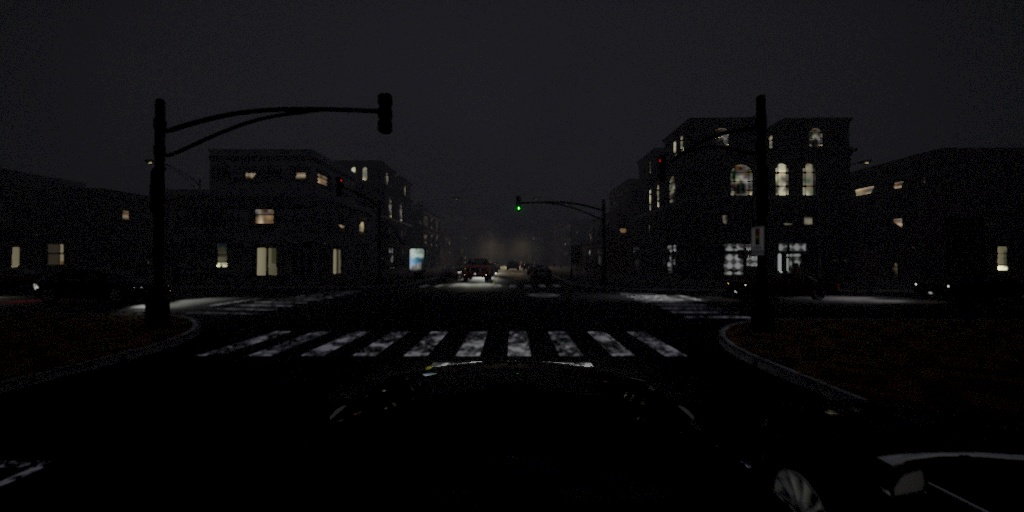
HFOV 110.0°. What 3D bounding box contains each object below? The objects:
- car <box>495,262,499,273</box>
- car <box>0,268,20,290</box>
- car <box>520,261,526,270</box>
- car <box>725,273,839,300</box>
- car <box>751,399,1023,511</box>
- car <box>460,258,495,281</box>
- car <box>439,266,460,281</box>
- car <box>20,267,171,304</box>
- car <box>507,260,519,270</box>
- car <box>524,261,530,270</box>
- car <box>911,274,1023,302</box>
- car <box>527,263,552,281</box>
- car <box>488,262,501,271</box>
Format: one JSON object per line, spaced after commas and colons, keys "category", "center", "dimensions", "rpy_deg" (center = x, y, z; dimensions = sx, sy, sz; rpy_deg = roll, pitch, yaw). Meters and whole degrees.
{"category": "car", "center": [-3.056, 1.540, 42.899], "dimensions": [2.128, 1.511, 4.902], "rpy_deg": [0, 0, 1]}
{"category": "car", "center": [-30.802, 1.371, 21.921], "dimensions": [4.207, 1.307, 1.802], "rpy_deg": [0, 0, 1]}
{"category": "car", "center": [2.746, 1.732, 61.019], "dimensions": [2.007, 1.370, 4.403], "rpy_deg": [0, 0, 0]}
{"category": "car", "center": [13.817, 1.553, 18.602], "dimensions": [4.718, 1.301, 1.895], "rpy_deg": [0, -1, 1]}
{"category": "car", "center": [2.690, 1.295, 1.021], "dimensions": [2.007, 1.370, 4.403], "rpy_deg": [0, 0, 0]}
{"category": "car", "center": [-3.083, 1.198, 32.973], "dimensions": [2.150, 2.045, 5.566], "rpy_deg": [0, 0, 1]}
{"category": "car", "center": [-5.660, 1.561, 33.432], "dimensions": [1.802, 1.307, 4.207], "rpy_deg": [0, 0, 0]}
{"category": "car", "center": [-18.064, 1.275, 15.927], "dimensions": [4.892, 1.490, 1.837], "rpy_deg": [0, -1, 1]}
{"category": "car", "center": [0.160, 1.547, 62.801], "dimensions": [2.097, 1.767, 4.553], "rpy_deg": [0, 0, 0]}
{"category": "car", "center": [2.731, 1.641, 44.453], "dimensions": [1.802, 1.307, 4.207], "rpy_deg": [0, 0, 0]}
{"category": "car", "center": [23.766, 1.601, 18.445], "dimensions": [4.718, 1.301, 1.895], "rpy_deg": [0, -1, 1]}
{"category": "car", "center": [2.720, 1.545, 33.411], "dimensions": [1.948, 1.339, 4.313], "rpy_deg": [0, 0, 0]}
{"category": "car", "center": [-2.993, 1.741, 62.541], "dimensions": [2.033, 1.411, 5.357], "rpy_deg": [0, 0, 1]}
